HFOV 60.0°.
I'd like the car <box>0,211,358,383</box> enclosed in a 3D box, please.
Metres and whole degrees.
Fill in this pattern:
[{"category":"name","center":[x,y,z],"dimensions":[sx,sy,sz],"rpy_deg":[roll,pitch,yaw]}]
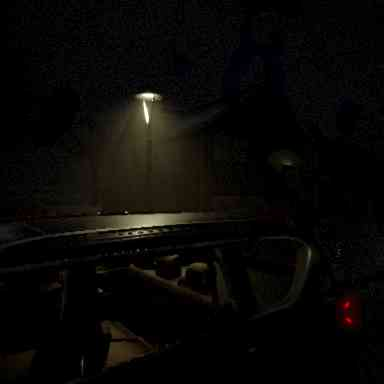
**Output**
[{"category":"car","center":[-1.137,1.221,2.235],"dimensions":[5.566,2.045,2.150],"rpy_deg":[0,0,-35]}]
